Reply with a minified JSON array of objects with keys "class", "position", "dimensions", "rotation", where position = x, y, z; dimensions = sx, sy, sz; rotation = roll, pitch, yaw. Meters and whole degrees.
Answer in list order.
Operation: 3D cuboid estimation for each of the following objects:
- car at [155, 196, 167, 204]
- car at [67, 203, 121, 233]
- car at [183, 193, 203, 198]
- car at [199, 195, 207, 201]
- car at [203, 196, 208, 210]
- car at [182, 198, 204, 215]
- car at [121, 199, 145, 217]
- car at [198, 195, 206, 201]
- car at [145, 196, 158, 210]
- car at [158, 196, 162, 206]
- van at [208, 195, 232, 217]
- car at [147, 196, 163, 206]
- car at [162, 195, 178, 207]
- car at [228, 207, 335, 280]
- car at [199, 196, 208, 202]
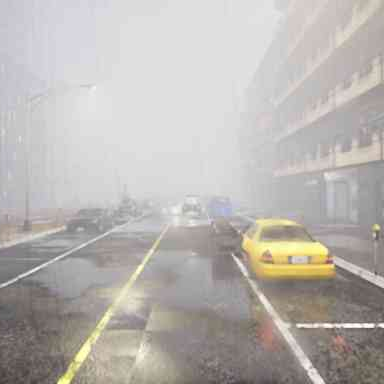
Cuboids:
[{"class":"car","position":[-5.824,1.500,63.430],"dimensions":[1.947,1.339,4.313],"rotation":[0,0,0]},{"class":"car","position":[-5.732,1.536,19.247],"dimensions":[1.947,1.339,4.313],"rotation":[0,0,0]},{"class":"car","position":[-0.056,1.165,44.728],"dimensions":[2.150,2.045,5.566],"rotation":[0,0,0]},{"class":"car","position":[2.522,1.456,80.185],"dimensions":[1.752,1.417,4.829],"rotation":[0,0,0]},{"class":"car","position":[2.603,1.492,41.355],"dimensions":[1.887,1.381,4.507],"rotation":[0,0,0]},{"class":"car","position":[-0.011,1.554,33.699],"dimensions":[1.895,1.301,4.718],"rotation":[0,0,0]},{"class":"car","position":[-5.755,1.397,30.294],"dimensions":[1.967,1.590,4.097],"rotation":[0,0,0]},{"class":"car","position":[2.509,1.458,85.709],"dimensions":[1.752,1.417,4.829],"rotation":[0,0,0]},{"class":"car","position":[-5.778,1.499,41.338],"dimensions":[2.008,1.369,4.403],"rotation":[0,0,0]},{"class":"car","position":[-5.789,1.495,46.862],"dimensions":[2.008,1.369,4.403],"rotation":[0,0,0]},{"class":"van","position":[2.626,1.297,30.310],"dimensions":[1.690,1.788,3.998],"rotation":[0,0,0]},{"class":"car","position":[-5.801,1.381,52.385],"dimensions":[1.967,1.590,4.097],"rotation":[0,0,0]},{"class":"car","position":[-3.100,1.544,48.672],"dimensions":[1.895,1.301,4.718],"rotation":[0,0,0]},{"class":"car","position":[2.331,1.440,9.784],"dimensions":[1.801,1.575,5.366],"rotation":[0,0,0]},{"class":"car","position":[2.534,1.497,74.493],"dimensions":[1.947,1.339,4.313],"rotation":[0,0,0]}]
